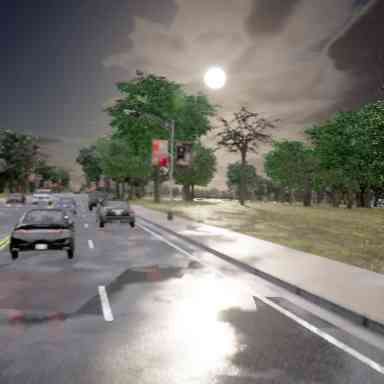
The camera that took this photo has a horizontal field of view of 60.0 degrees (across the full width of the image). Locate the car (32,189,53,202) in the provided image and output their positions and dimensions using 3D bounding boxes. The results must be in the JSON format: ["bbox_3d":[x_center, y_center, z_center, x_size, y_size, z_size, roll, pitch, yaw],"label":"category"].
[{"bbox_3d":[-20.030,0.682,44.780,2.150,2.045,5.566,2,0,-19],"label":"car"}]

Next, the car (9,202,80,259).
[{"bbox_3d":[-5.105,1.331,11.837,2.128,1.511,4.902,2,0,-19],"label":"car"}]

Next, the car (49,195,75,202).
[{"bbox_3d":[-11.186,1.227,29.547,2.033,1.411,5.357,2,0,-19],"label":"car"}]

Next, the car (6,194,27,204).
[{"bbox_3d":[-23.370,0.923,44.493,1.994,1.385,4.181,2,0,-19],"label":"car"}]

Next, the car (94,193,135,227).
[{"bbox_3d":[-4.984,1.206,21.435,2.097,1.767,4.553,2,0,-19],"label":"car"}]

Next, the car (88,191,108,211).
[{"bbox_3d":[-10.272,0.950,36.837,2.150,2.045,5.566,2,0,-19],"label":"car"}]
